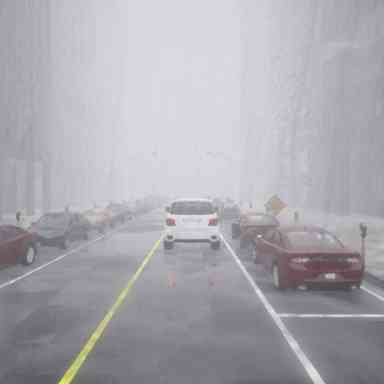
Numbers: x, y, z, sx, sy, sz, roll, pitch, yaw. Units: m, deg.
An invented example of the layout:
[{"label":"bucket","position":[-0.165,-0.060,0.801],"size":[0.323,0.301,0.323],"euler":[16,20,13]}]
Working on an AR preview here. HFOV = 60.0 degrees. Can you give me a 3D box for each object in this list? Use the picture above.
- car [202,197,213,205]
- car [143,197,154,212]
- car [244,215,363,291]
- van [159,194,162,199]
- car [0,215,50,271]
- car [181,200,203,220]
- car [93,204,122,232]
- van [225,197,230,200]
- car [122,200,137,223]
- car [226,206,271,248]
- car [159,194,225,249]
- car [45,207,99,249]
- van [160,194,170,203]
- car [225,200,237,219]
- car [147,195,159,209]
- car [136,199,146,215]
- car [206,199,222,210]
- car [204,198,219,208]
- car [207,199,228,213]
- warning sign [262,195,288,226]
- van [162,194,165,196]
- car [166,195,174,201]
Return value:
[{"label":"car","position":[2.761,1.578,59.595],"size":[1.887,1.381,4.507],"euler":[0,0,0]},{"label":"car","position":[-5.764,1.576,37.034],"size":[1.947,1.339,4.313],"euler":[0,0,0]},{"label":"car","position":[2.761,1.544,8.869],"size":[1.887,1.381,4.507],"euler":[0,0,0]},{"label":"van","position":[-5.765,1.361,48.308],"size":[1.690,1.788,3.998],"euler":[0,0,0]},{"label":"car","position":[-5.764,1.544,8.852],"size":[1.887,1.381,4.507],"euler":[0,0,0]},{"label":"car","position":[0.000,1.523,29.651],"size":[1.837,1.490,4.892],"euler":[0,0,0]},{"label":"car","position":[-5.764,1.526,19.954],"size":[1.752,1.417,4.829],"euler":[0,0,0]},{"label":"van","position":[2.761,1.347,31.414],"size":[1.690,1.788,3.998],"euler":[0,0,0]},{"label":"car","position":[-5.764,1.569,25.761],"size":[1.947,1.339,4.313],"euler":[0,0,0]},{"label":"car","position":[2.761,1.544,14.506],"size":[1.887,1.381,4.507],"euler":[0,0,0]},{"label":"car","position":[0.000,1.258,14.680],"size":[2.150,2.045,5.566],"euler":[0,0,0]},{"label":"car","position":[-5.763,1.565,14.488],"size":[1.947,1.339,4.313],"euler":[0,0,0]},{"label":"van","position":[-5.765,1.389,70.853],"size":[1.690,1.788,3.998],"euler":[0,0,0]},{"label":"car","position":[2.761,1.554,25.778],"size":[2.008,1.369,4.403],"euler":[0,0,0]},{"label":"car","position":[-5.764,1.455,42.671],"size":[1.967,1.590,4.097],"euler":[0,0,0]},{"label":"car","position":[-5.764,1.588,31.398],"size":[1.802,1.307,4.206],"euler":[0,0,0]},{"label":"car","position":[2.761,1.597,42.687],"size":[1.802,1.307,4.206],"euler":[0,0,0]},{"label":"car","position":[2.761,1.571,48.323],"size":[2.008,1.369,4.403],"euler":[0,0,0]},{"label":"car","position":[2.761,1.561,37.051],"size":[2.008,1.369,4.403],"euler":[0,0,0]},{"label":"warning sign","position":[5.069,1.116,20.361],"size":[1.300,1.860,1.060],"euler":[0,0,0]},{"label":"van","position":[-5.765,1.368,53.944],"size":[1.690,1.788,3.998],"euler":[0,0,0]},{"label":"car","position":[-5.765,1.620,87.763],"size":[1.887,1.381,4.507],"euler":[0,0,0]}]
